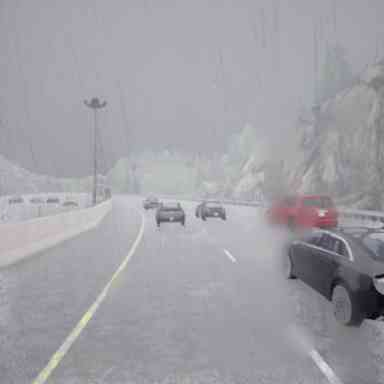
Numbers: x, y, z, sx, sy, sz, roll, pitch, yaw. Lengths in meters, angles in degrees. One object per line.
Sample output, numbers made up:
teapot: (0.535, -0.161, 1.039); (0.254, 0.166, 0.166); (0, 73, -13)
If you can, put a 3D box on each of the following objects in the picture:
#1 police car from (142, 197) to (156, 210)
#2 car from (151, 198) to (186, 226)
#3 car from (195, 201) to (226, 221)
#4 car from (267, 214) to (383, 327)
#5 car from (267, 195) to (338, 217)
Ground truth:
police car: (-5.107, 1.420, 41.973); (2.038, 1.542, 4.974); (0, 0, -13)
car: (-1.541, 1.443, 22.776); (2.128, 1.511, 4.902); (0, 0, -7)
car: (1.441, 1.462, 26.669); (1.812, 1.442, 4.674); (0, 0, -8)
car: (3.342, 1.469, 6.971); (2.128, 1.511, 4.902); (0, 0, -2)
car: (6.007, 1.167, 18.709); (2.150, 2.045, 5.566); (0, 0, -5)
